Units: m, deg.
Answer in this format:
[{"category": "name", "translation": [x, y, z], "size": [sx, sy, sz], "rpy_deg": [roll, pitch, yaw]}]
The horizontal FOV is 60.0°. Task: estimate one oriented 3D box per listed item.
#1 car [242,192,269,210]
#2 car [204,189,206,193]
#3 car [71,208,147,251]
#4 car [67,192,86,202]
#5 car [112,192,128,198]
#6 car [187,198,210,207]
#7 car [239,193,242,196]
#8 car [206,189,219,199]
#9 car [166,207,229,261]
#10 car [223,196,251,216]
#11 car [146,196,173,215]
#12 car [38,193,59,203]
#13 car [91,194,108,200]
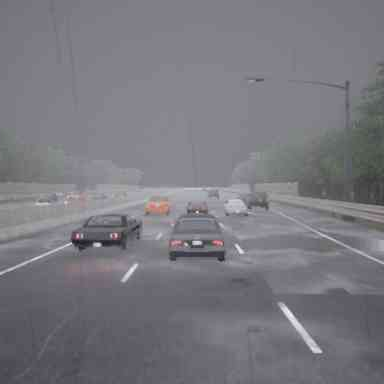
[{"category": "car", "translation": [7.409, 0.967, 38.064], "size": [2.150, 2.045, 5.566], "rpy_deg": [0, 1, 3]}, {"category": "car", "translation": [5.112, 0.205, 92.467], "size": [1.837, 1.490, 4.892], "rpy_deg": [0, 1, 1]}, {"category": "car", "translation": [-3.299, 1.559, 13.908], "size": [1.895, 1.301, 4.718], "rpy_deg": [0, 0, 1]}, {"category": "car", "translation": [-20.111, 0.788, 58.010], "size": [2.097, 1.767, 4.553], "rpy_deg": [0, 1, 2]}, {"category": "car", "translation": [-13.048, 0.740, 60.377], "size": [2.097, 1.767, 4.553], "rpy_deg": [0, 1, 2]}, {"category": "car", "translation": [0.497, 1.432, 30.948], "size": [1.895, 1.301, 4.718], "rpy_deg": [0, 1, 1]}, {"category": "car", "translation": [7.754, 0.936, 48.685], "size": [2.097, 1.767, 4.553], "rpy_deg": [0, 1, 1]}, {"category": "car", "translation": [4.727, 0.359, 72.988], "size": [2.150, 2.045, 5.566], "rpy_deg": [0, 1, 1]}, {"category": "car", "translation": [0.178, 1.512, 12.133], "size": [2.033, 1.411, 5.357], "rpy_deg": [0, 0, 1]}, {"category": "car", "translation": [3.885, 1.363, 30.256], "size": [1.812, 1.442, 4.674], "rpy_deg": [0, 1, 1]}, {"category": "car", "translation": [-2.995, 1.180, 31.318], "size": [2.097, 1.767, 4.553], "rpy_deg": [0, 1, 1]}, {"category": "car", "translation": [-23.669, 0.995, 55.087], "size": [1.837, 1.490, 4.892], "rpy_deg": [0, 1, 2]}, {"category": "car", "translation": [-16.568, 0.966, 59.692], "size": [1.994, 1.385, 4.181], "rpy_deg": [0, 1, 2]}]
